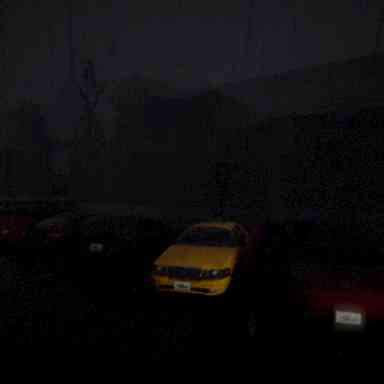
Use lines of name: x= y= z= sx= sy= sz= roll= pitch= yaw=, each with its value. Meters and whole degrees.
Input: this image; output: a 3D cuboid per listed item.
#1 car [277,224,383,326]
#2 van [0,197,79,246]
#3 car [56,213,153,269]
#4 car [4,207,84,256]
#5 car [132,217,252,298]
car: x=2.999 y=1.517 z=7.310 sx=2.163 sy=1.488 sz=4.792 roll=1 pitch=-1 yaw=16
van: x=-6.732 y=1.209 z=14.158 sx=1.878 sy=1.987 sz=4.442 roll=1 pitch=0 yaw=16
car: x=-1.851 y=1.502 z=10.837 sx=2.163 sy=1.488 sz=4.792 roll=0 pitch=-1 yaw=16
car: x=-4.289 y=1.494 z=12.538 sx=2.002 sy=1.452 sz=4.674 roll=0 pitch=0 yaw=16
car: x=0.532 y=1.476 z=8.893 sx=1.946 sy=1.575 sz=5.366 roll=1 pitch=-1 yaw=15
